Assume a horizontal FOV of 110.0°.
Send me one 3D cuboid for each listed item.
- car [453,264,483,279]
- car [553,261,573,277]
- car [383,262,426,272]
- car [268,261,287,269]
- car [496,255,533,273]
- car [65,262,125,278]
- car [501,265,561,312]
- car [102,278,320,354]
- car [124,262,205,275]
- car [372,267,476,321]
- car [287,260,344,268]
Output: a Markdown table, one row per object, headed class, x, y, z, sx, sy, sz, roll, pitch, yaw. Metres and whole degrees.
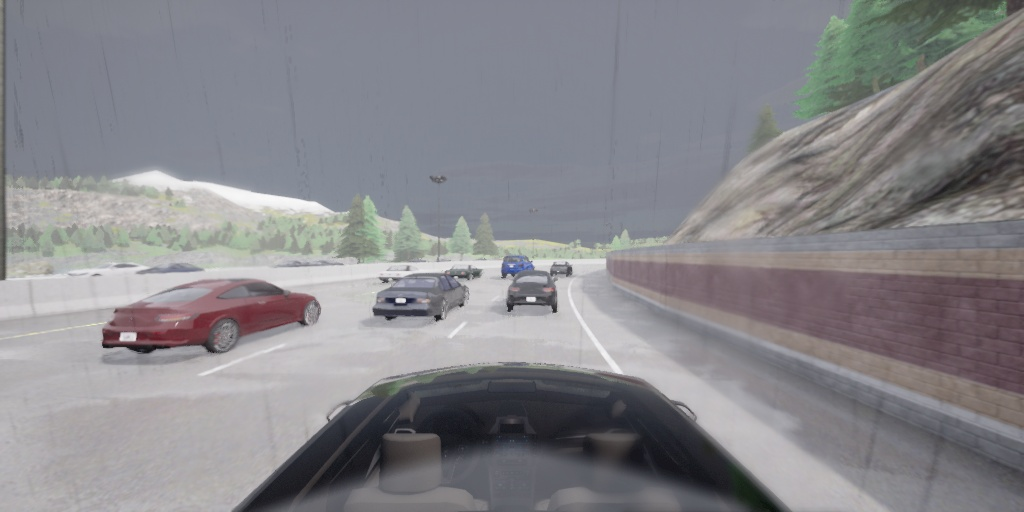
| class | x | y | z | sx | sy | sz | roll | pitch | yaw |
| --- | --- | --- | --- | --- | --- | --- | --- | --- | --- |
| car | -3.829 | 1.339 | 29.478 | 1.895 | 1.301 | 4.718 | 0 | 0 | 12 |
| car | 5.002 | 1.258 | 36.007 | 2.128 | 1.511 | 4.902 | 0 | 0 | 15 |
| car | -7.935 | 1.326 | 26.733 | 1.895 | 1.301 | 4.718 | 0 | 0 | 10 |
| car | -20.856 | 1.177 | 34.175 | 2.128 | 1.511 | 4.902 | 0 | 0 | 12 |
| car | 0.581 | 0.974 | 33.067 | 2.150 | 2.045 | 5.566 | 0 | 0 | 14 |
| car | -29.450 | 1.182 | 26.497 | 1.812 | 1.442 | 4.674 | 0 | 0 | 9 |
| car | 0.850 | 1.279 | 14.248 | 1.812 | 1.442 | 4.674 | 0 | 0 | 5 |
| car | -6.614 | 1.255 | 8.590 | 1.812 | 1.442 | 4.674 | 0 | 0 | 3 |
| car | -25.788 | 1.232 | 27.144 | 1.994 | 1.385 | 4.181 | 0 | 0 | 10 |
| car | -2.864 | 1.289 | 12.444 | 2.033 | 1.411 | 5.357 | 0 | 0 | 5 |
| car | -17.537 | 1.186 | 32.973 | 2.128 | 1.511 | 4.902 | 0 | 0 | 12 |
